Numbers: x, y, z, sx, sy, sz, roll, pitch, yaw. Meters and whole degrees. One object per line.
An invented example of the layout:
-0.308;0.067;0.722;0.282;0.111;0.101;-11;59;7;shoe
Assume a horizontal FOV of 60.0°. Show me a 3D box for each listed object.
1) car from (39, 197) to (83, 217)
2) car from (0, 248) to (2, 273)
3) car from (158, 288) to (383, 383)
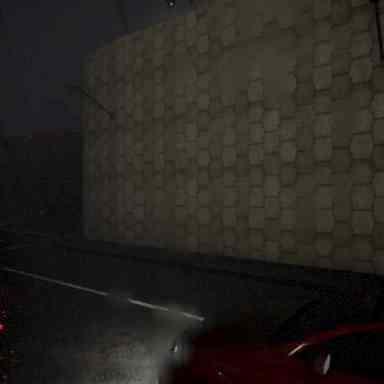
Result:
-11.121;1.237;29.679;2.128;1.511;4.902;0;4;35;car
-6.971;1.577;8.957;4.892;1.490;1.837;0;0;36;car
1.717;1.565;2.761;4.181;1.385;1.994;0;0;36;car
